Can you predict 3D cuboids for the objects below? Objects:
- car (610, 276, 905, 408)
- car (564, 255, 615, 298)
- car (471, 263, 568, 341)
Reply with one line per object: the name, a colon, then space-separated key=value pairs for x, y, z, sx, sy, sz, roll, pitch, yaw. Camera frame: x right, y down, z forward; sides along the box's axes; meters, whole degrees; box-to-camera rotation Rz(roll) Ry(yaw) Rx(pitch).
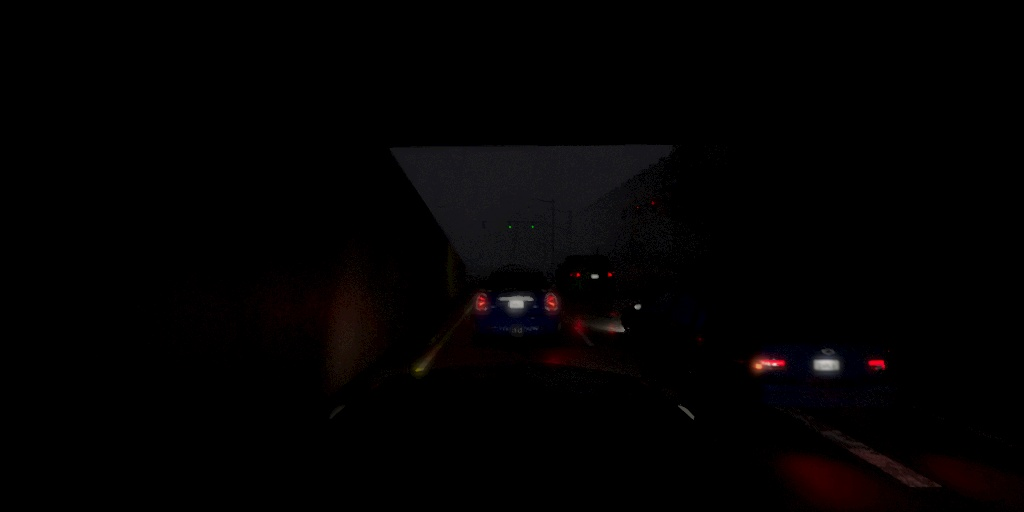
car: x=3.611 y=1.298 z=6.609 sx=2.033 sy=1.411 sz=5.357 roll=0 pitch=0 yaw=0
car: x=3.645 y=0.975 z=18.441 sx=2.150 sy=2.045 sz=5.566 roll=0 pitch=0 yaw=0
car: x=0.117 y=1.102 z=10.077 sx=2.097 sy=1.767 sz=4.553 roll=0 pitch=0 yaw=0
